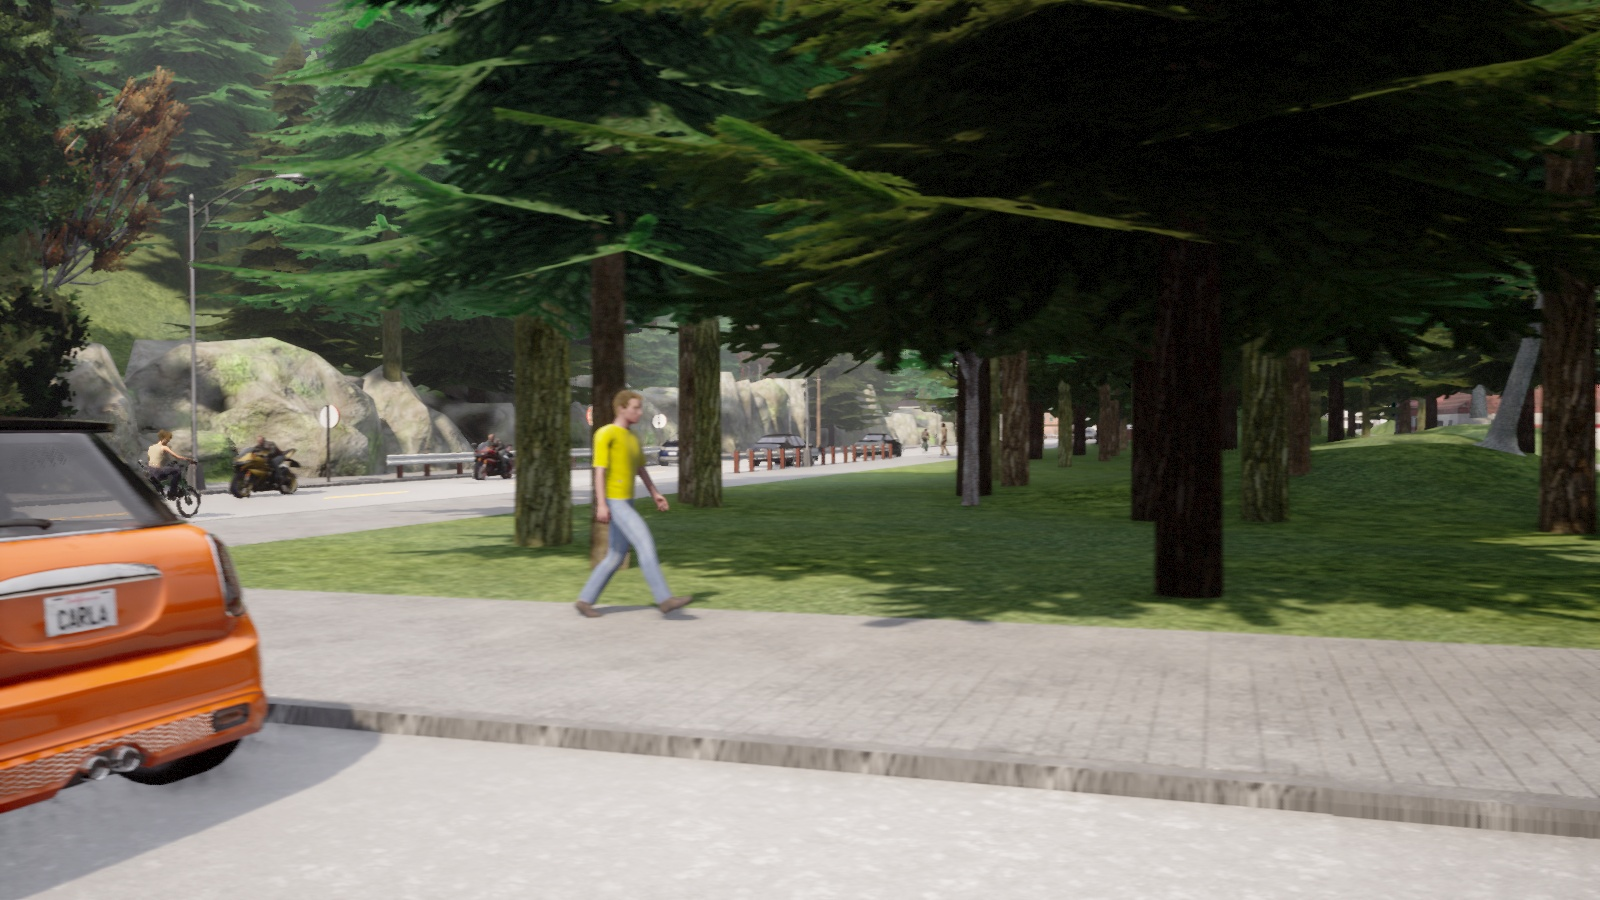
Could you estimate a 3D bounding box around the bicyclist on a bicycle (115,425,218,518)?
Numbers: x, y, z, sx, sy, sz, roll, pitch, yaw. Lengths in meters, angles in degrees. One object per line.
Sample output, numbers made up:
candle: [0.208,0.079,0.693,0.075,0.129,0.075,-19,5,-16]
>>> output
bicyclist on a bicycle: [-11.440,0.356,22.725,0.866,1.612,1.509,1,1,18]

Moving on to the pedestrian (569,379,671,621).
pedestrian: [-1.405,0.374,9.808,0.706,1.836,0.354,1,1,19]

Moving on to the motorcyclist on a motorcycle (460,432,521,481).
motorcyclist on a motorcycle: [-9.890,0.180,40.250,0.866,1.530,2.191,1,1,18]

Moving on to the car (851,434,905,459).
car: [4.418,-0.224,70.644,1.994,1.385,4.181,1,1,18]

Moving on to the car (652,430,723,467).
car: [-4.898,-0.101,55.357,1.789,1.549,3.705,1,1,18]

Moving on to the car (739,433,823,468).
car: [-0.761,-0.012,55.132,2.033,1.411,5.357,1,1,18]

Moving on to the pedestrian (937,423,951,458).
pedestrian: [7.938,-0.544,69.330,0.692,1.930,0.396,1,1,26]

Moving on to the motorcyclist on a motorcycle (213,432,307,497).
motorcyclist on a motorcycle: [-13.096,0.323,30.544,0.866,1.530,2.191,1,1,18]

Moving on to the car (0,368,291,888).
car: [-4.760,0.582,5.323,4.553,1.767,2.097,1,1,19]
